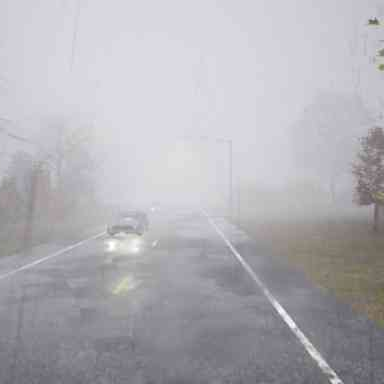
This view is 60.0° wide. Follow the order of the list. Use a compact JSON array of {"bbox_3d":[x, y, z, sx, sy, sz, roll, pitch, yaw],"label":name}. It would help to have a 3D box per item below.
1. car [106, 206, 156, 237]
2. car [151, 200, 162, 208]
[{"bbox_3d":[-3.638,1.774,20.003,2.033,1.411,5.357,0,-1,0],"label":"car"},{"bbox_3d":[-6.625,2.210,62.116,1.994,1.385,4.181,0,-1,-5],"label":"car"}]
